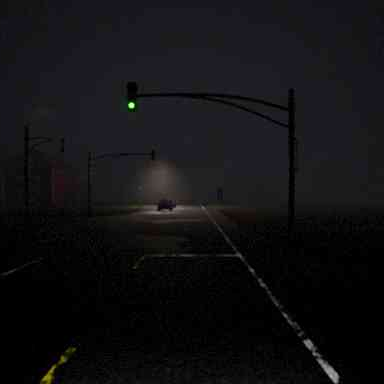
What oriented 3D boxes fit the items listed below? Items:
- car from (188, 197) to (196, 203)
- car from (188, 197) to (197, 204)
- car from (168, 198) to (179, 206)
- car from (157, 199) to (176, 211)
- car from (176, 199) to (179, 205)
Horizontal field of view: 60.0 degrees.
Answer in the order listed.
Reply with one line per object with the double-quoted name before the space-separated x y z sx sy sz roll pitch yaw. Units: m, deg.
"car" 0.055 1.979 86.249 1.994 1.385 4.181 0 0 0
"car" 0.049 1.867 76.563 1.882 1.535 5.008 0 0 0
"car" -3.502 1.939 64.569 1.895 1.301 4.718 0 0 1
"car" -3.561 1.723 44.778 1.882 1.535 5.008 0 0 0
"car" -3.545 1.819 54.641 1.812 1.442 4.674 0 0 1
